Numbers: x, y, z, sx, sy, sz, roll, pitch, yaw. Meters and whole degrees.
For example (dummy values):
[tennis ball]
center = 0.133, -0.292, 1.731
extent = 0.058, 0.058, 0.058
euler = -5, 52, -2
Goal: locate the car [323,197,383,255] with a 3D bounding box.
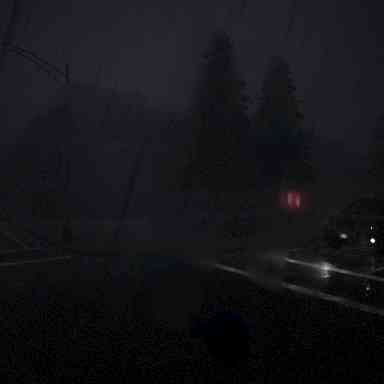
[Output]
[car]
center = 7.729, 1.248, 13.728
extent = 5.566, 2.045, 2.150
euler = 0, 0, -37
